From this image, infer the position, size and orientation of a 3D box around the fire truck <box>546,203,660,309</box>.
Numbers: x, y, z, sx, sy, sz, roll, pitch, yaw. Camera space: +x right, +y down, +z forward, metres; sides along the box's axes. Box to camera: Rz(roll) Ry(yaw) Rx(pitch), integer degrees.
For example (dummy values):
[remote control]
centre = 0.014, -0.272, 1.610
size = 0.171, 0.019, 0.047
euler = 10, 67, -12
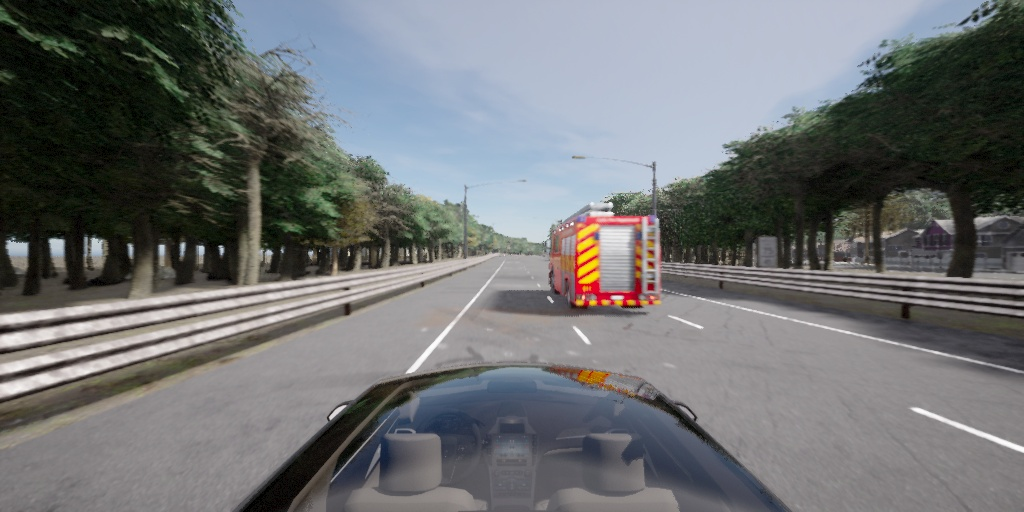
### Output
[fire truck]
centre = 3.519, 0.096, 15.995
size = 2.891, 3.827, 8.468
euler = 0, 0, 0
